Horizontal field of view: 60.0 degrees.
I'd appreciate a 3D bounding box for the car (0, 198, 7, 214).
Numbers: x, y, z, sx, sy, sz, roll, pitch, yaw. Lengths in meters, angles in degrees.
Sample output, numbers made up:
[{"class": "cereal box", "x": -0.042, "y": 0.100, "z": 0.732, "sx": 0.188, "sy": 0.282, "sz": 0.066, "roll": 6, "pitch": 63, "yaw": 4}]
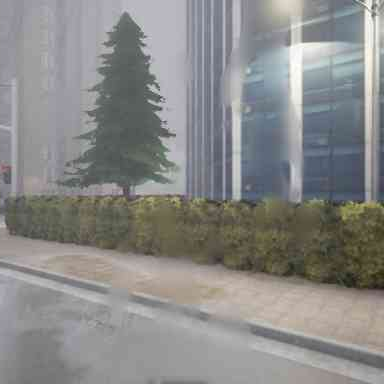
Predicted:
[{"class": "car", "x": -18.878, "y": 1.352, "z": 32.090, "sx": 2.097, "sy": 1.767, "sz": 4.553, "roll": 0, "pitch": 0, "yaw": 36}]
